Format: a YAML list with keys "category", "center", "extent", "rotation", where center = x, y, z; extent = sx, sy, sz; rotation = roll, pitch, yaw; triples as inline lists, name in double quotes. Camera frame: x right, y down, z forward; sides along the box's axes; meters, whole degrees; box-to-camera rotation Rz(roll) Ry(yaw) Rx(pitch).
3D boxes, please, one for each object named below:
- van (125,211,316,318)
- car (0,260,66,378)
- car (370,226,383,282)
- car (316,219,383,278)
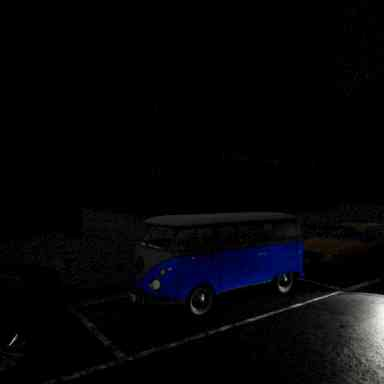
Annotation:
- category: "van"
  center: [0.646, 1.341, 7.116]
  extent: [3.998, 1.788, 1.690]
  rotation: [0, 0, -36]
- category: "car"
  center: [-3.779, 1.566, 3.956]
  extent: [4.313, 1.339, 1.947]
  rotation: [0, 0, -36]
- category: "car"
  center: [6.378, 1.564, 7.931]
  extent: [4.181, 1.385, 1.994]
  rotation: [0, 0, -35]
- category: "car"
  center: [4.933, 1.526, 10.177]
  extent: [4.829, 1.417, 1.752]
  rotation: [0, 0, -36]
